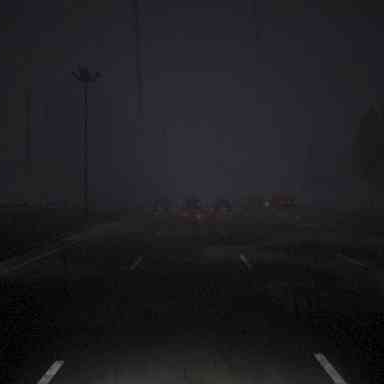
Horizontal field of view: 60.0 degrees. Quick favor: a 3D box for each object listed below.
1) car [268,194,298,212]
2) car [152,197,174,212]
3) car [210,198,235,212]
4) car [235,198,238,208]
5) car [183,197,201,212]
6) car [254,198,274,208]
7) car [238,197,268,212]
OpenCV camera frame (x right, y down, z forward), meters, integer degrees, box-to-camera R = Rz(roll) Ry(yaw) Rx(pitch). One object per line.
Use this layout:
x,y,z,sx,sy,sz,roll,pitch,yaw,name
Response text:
10.495,1.224,38.364,2.150,2.045,5.566,0,0,0,car
-3.503,1.508,38.870,1.837,1.490,4.892,0,0,0,car
3.494,1.508,38.616,1.837,1.490,4.892,0,0,0,car
6.985,1.551,48.154,2.033,1.411,5.357,0,0,0,car
-0.003,1.355,38.854,2.097,1.767,4.553,0,0,0,car
10.489,1.604,48.866,1.895,1.301,4.718,0,0,0,car
6.994,1.355,38.414,2.097,1.767,4.553,0,0,0,car
